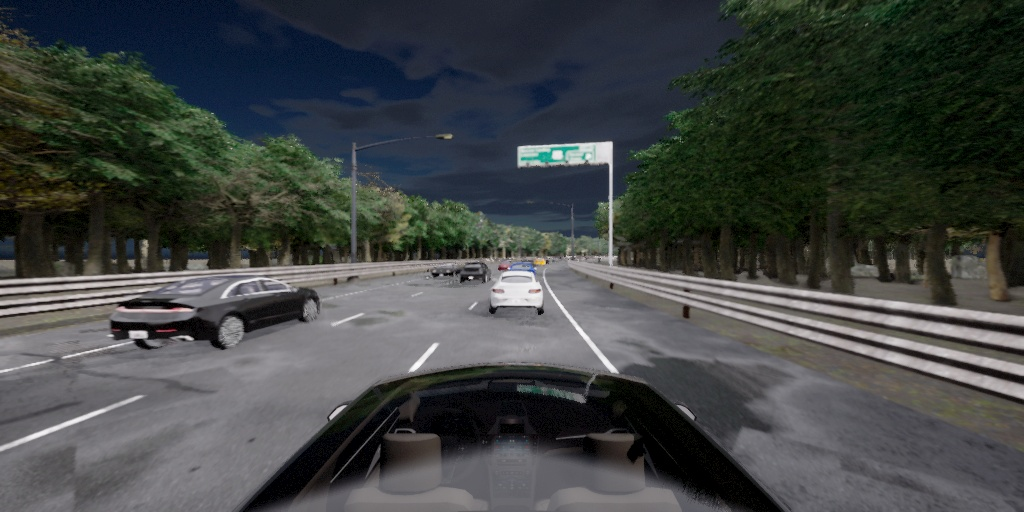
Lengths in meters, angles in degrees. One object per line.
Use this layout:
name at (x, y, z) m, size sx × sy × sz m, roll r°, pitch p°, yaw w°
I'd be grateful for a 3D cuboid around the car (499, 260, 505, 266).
car at (-0.661, 1.289, 50.005) m, size 1.994 × 1.385 × 4.181 m, roll 0°, pitch 0°, yaw 7°

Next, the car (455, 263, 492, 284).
car at (-2.652, 1.242, 27.020) m, size 1.837 × 1.490 × 4.892 m, roll 0°, pitch 0°, yaw 4°

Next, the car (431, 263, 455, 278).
car at (-5.837, 1.327, 32.841) m, size 1.895 × 1.301 × 4.718 m, roll 0°, pitch 0°, yaw 4°

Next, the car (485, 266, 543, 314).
car at (0.205, 1.275, 13.711) m, size 1.812 × 1.442 × 4.674 m, roll 0°, pitch 0°, yaw 2°

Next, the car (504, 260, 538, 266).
car at (0.698, 1.224, 25.189) m, size 1.882 × 1.535 × 5.008 m, roll 0°, pitch 0°, yaw 3°

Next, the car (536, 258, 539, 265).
car at (1.856, 1.243, 40.867) m, size 1.837 × 1.490 × 4.892 m, roll 0°, pitch 0°, yaw 5°

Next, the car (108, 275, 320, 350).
car at (-6.825, 1.220, 9.026) m, size 2.128 × 1.511 × 4.902 m, roll 1°, pitch 0°, yaw 1°
